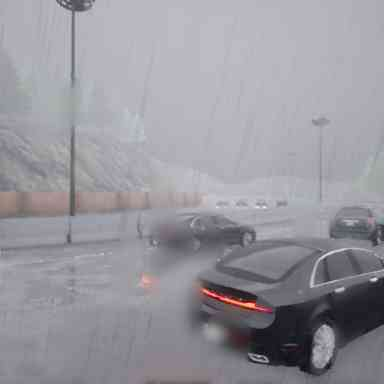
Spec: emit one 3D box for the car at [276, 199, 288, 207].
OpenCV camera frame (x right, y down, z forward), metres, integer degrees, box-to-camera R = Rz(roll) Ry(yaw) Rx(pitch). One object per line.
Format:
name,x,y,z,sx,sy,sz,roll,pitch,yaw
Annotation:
car,15.305,1.892,56.465,1.895,1.301,4.718,0,0,15

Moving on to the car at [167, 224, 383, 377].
car,2.151,1.534,5.664,4.892,1.490,1.837,1,0,-38

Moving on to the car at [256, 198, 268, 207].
car,12.310,1.844,58.715,2.033,1.411,5.357,0,0,14

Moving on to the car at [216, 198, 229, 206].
car,5.654,1.820,60.871,1.812,1.442,4.674,0,0,13

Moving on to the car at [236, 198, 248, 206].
car,9.072,1.844,60.119,2.033,1.411,5.357,0,0,13

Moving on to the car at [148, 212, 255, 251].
car,0.562,1.568,13.405,4.892,1.490,1.837,0,0,-40

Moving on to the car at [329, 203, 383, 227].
car,8.430,1.443,16.140,2.097,1.767,4.553,0,0,44

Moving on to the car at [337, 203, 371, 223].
car,13.816,1.682,28.200,1.812,1.442,4.674,0,0,35
